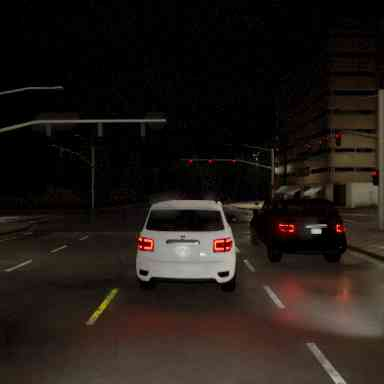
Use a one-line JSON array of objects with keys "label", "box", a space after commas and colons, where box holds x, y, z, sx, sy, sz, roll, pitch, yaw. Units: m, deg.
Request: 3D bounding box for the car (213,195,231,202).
[{"label": "car", "box": [7.252, 1.499, 79.977, 1.837, 1.490, 4.892, 0, 0, 42]}]

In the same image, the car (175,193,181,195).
[{"label": "car", "box": [-3.314, 1.351, 51.930, 2.097, 1.767, 4.553, 0, 0, 3]}]

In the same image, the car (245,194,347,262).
[{"label": "car", "box": [3.584, 1.221, 12.222, 2.150, 2.045, 5.566, 0, 0, 0]}]

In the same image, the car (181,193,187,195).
[{"label": "car", "box": [-2.229, 1.221, 61.757, 2.150, 2.045, 5.566, 0, 0, 14]}]

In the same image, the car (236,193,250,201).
[{"label": "car", "box": [13.115, 1.224, 80.779, 5.566, 2.045, 2.150, 0, 0, -41]}]

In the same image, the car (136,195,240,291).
[{"label": "car", "box": [0.021, 1.221, 9.198, 2.150, 2.045, 5.566, 0, 0, 4]}]

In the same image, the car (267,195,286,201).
[{"label": "car", "box": [21.885, 1.523, 86.292, 4.674, 1.442, 1.812, 0, 0, -22]}]

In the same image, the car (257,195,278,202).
[{"label": "car", "box": [18.243, 1.539, 80.268, 5.357, 1.411, 2.033, 0, 0, -33]}]

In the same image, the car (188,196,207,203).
[{"label": "car", "box": [1.252, 1.539, 71.505, 2.033, 1.411, 5.357, 0, 0, 27]}]
